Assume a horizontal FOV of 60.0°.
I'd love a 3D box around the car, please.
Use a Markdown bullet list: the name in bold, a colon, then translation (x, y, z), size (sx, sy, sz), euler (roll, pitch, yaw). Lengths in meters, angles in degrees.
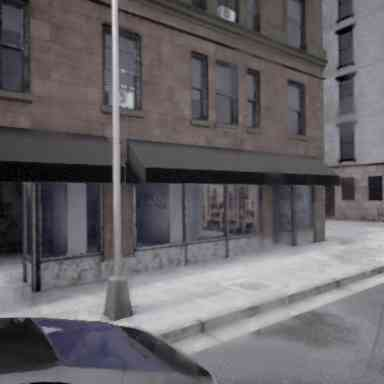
- **car**: translation (-1.731, 1.601, 1.797), size (4.181, 1.385, 1.994), euler (-1, 0, -36)
